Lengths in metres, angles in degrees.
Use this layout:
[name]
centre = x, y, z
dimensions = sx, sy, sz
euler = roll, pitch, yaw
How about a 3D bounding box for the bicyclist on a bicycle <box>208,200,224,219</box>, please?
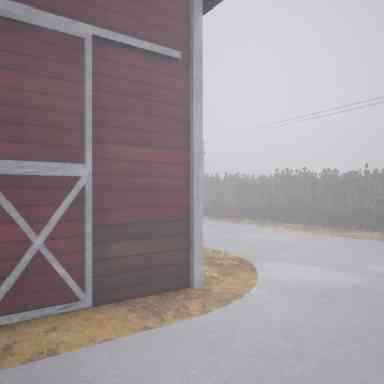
[bicyclist on a bicycle]
centre = 1.992, 1.450, 27.382
dimensions = 1.656, 1.620, 0.582
euler = 1, 0, -32
